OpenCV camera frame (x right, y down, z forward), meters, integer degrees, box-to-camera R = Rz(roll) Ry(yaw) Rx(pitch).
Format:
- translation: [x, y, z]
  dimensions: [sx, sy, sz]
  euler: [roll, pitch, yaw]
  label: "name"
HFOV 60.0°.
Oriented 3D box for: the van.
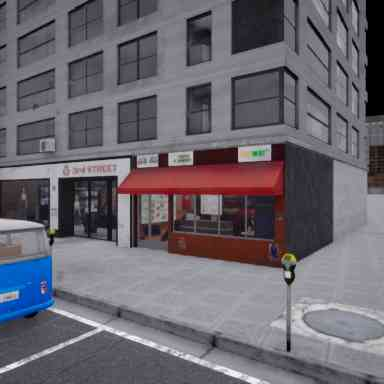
- translation: [-4.259, 1.341, 6.093]
  dimensions: [3.998, 1.788, 1.690]
  euler: [0, 0, 35]
  label: "van"
